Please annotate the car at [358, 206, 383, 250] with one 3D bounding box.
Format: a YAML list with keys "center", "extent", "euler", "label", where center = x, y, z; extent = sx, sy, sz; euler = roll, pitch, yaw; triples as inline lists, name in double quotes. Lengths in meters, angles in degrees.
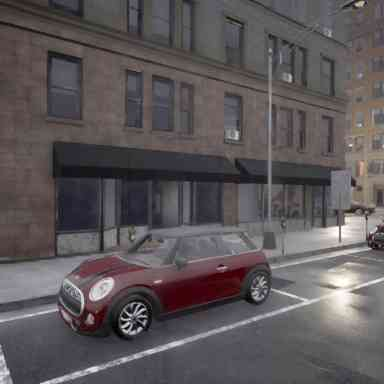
- center: [8.564, 1.445, 12.825]
  extent: [4.097, 1.590, 1.967]
  euler: [0, 0, -35]
  label: "car"

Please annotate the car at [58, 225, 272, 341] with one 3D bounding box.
- center: [-0.395, 1.441, 6.466]
  extent: [4.097, 1.590, 1.967]
  euler: [0, 0, -35]
  label: "car"

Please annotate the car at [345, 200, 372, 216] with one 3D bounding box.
- center: [14.776, 1.403, 31.734]
  extent: [1.882, 1.535, 5.008]
  euler: [1, 0, -37]
  label: "car"
